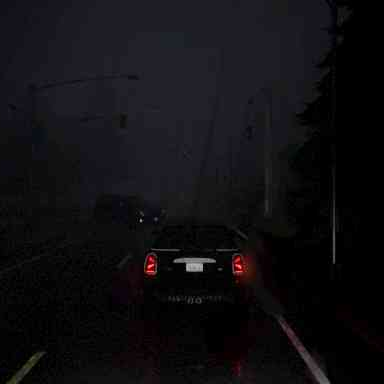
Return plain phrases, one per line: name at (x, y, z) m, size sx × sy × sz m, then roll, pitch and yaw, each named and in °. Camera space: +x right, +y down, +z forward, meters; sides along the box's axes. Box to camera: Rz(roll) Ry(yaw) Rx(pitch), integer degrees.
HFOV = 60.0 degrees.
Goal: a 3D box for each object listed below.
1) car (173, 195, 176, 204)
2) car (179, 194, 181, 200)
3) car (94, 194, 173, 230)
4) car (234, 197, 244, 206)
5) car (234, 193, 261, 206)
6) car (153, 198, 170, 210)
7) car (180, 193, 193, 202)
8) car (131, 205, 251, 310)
car at (-4.059, 1.475, 52.754) m, size 1.837 × 1.490 × 4.892 m, roll 0°, pitch 0°, yaw 0°
car at (-2.137, 1.158, 83.504) m, size 2.097 × 1.767 × 4.553 m, roll 0°, pitch 0°, yaw -13°
car at (-4.069, 1.206, 21.254) m, size 5.566 × 2.045 × 2.150 m, roll 0°, pitch -2°, yaw 43°
car at (8.902, 1.144, 48.722) m, size 4.605 × 1.855 × 1.932 m, roll 0°, pitch 0°, yaw -1°
car at (8.490, 1.146, 51.233) m, size 3.866 × 1.878 × 1.905 m, roll 0°, pitch 0°, yaw -1°
car at (-3.998, 1.496, 43.580) m, size 1.812 × 1.442 × 4.674 m, roll 0°, pitch 0°, yaw 0°
car at (-0.860, 1.555, 73.369) m, size 1.895 × 1.301 × 4.718 m, roll 0°, pitch 0°, yaw -7°
car at (0.070, 1.352, 8.006) m, size 2.097 × 1.767 × 4.553 m, roll 0°, pitch 0°, yaw 1°
